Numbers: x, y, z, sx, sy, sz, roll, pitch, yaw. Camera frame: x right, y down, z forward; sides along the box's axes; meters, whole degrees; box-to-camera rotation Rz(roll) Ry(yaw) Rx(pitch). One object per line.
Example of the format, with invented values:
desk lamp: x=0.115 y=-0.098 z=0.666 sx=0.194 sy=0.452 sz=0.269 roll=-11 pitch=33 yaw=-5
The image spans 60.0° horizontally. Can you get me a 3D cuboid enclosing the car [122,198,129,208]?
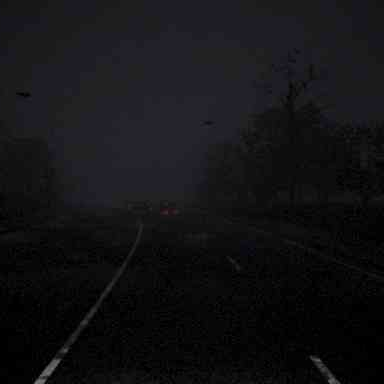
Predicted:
car: x=-10.315 y=1.729 z=54.804 sx=1.882 sy=1.535 sz=5.008 roll=0 pitch=0 yaw=-23

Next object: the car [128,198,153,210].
car: x=-7.053 y=1.773 z=45.546 sx=1.994 sy=1.385 sz=4.181 roll=0 pitch=0 yaw=-19

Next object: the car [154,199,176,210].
car: x=-3.526 y=1.740 z=46.032 sx=1.812 sy=1.442 sz=4.674 roll=0 pitch=0 yaw=-19
